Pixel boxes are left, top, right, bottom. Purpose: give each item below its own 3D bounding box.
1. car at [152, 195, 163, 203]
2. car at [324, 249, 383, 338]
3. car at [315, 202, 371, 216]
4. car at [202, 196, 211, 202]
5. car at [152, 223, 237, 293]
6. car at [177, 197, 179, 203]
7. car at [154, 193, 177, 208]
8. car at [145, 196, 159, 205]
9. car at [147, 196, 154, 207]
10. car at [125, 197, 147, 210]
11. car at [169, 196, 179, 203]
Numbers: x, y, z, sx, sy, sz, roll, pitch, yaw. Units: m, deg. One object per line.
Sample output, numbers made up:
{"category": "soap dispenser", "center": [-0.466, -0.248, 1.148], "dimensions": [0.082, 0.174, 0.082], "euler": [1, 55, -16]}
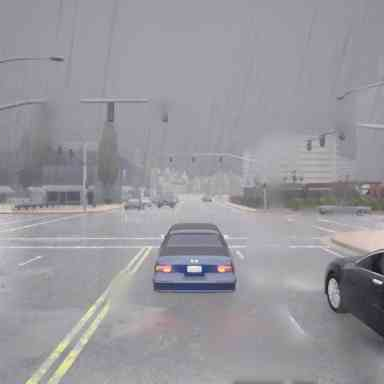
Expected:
{"category": "car", "center": [-7.205, 1.500, 70.629], "dimensions": [1.837, 1.490, 4.892], "euler": [0, 0, 0]}
{"category": "car", "center": [3.548, 1.505, 4.746], "dimensions": [1.837, 1.490, 4.892], "euler": [0, 0, 0]}
{"category": "car", "center": [14.355, 1.601, 31.910], "dimensions": [4.718, 1.301, 1.895], "euler": [0, 0, 1]}
{"category": "car", "center": [3.282, 1.553, 76.452], "dimensions": [1.994, 1.385, 4.181], "euler": [0, 0, 0]}
{"category": "car", "center": [0.056, 1.547, 8.993], "dimensions": [2.033, 1.411, 5.357], "euler": [0, 0, 0]}
{"category": "car", "center": [-3.748, 1.526, 58.108], "dimensions": [1.812, 1.442, 4.674], "euler": [0, 0, 0]}
{"category": "car", "center": [-3.726, 1.221, 48.351], "dimensions": [2.150, 2.045, 5.566], "euler": [0, 0, 0]}
{"category": "car", "center": [-7.245, 1.505, 60.577], "dimensions": [1.837, 1.490, 4.892], "euler": [0, 0, 0]}
{"category": "car", "center": [-7.241, 1.526, 51.012], "dimensions": [1.812, 1.442, 4.674], "euler": [0, 0, 0]}
{"category": "car", "center": [-7.221, 1.526, 42.056], "dimensions": [1.812, 1.442, 4.674], "euler": [0, 0, 0]}
{"category": "car", "center": [-3.708, 1.505, 68.259], "dimensions": [1.837, 1.490, 4.892], "euler": [0, 0, 0]}
